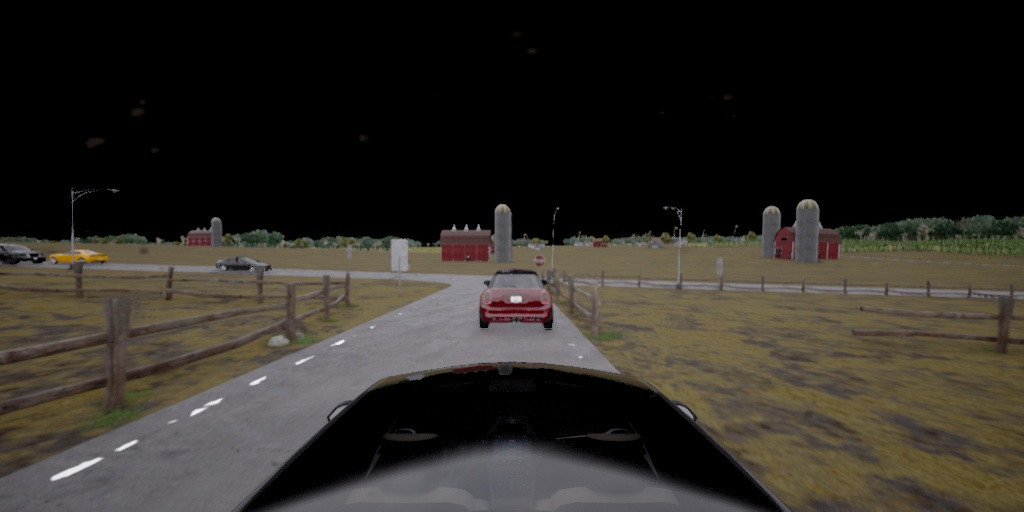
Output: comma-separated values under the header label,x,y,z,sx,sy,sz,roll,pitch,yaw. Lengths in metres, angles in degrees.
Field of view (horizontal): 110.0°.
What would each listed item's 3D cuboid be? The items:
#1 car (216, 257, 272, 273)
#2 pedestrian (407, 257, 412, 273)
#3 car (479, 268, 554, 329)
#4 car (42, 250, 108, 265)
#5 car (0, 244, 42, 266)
label,x,y,z,sx,sy,sz,roll,pitch,yaw
car,-26.572,0.866,35.618,4.892,1.490,1.837,2,2,0
pedestrian,-11.944,0.996,41.475,0.375,1.860,0.375,0,0,0
car,0.118,1.214,11.841,2.097,1.767,4.553,0,-1,0
car,-46.682,0.092,38.643,5.008,1.535,1.882,2,2,1
car,-50.385,-0.173,35.869,5.566,2.045,2.150,1,2,1
